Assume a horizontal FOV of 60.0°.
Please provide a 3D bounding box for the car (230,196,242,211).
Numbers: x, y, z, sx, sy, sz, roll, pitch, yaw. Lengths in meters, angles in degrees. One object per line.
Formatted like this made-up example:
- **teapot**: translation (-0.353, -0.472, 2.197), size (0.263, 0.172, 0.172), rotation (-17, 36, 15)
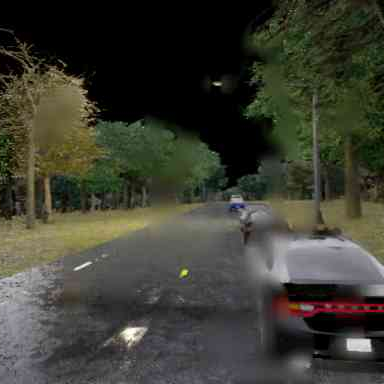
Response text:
- **car**: translation (6.113, 1.751, 44.648), size (1.882, 1.535, 5.008), rotation (-1, 0, 8)

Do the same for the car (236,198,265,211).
- **car**: translation (4.161, 1.495, 21.858), size (2.097, 1.767, 4.553), rotation (-1, -1, 7)

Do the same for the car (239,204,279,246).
- **car**: translation (3.393, 1.582, 15.935), size (1.882, 1.535, 5.008), rotation (-1, -1, 7)

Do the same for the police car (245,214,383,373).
- **police car**: translation (2.115, 1.455, 6.127), size (1.930, 1.638, 5.238), rotation (-1, -1, 7)
